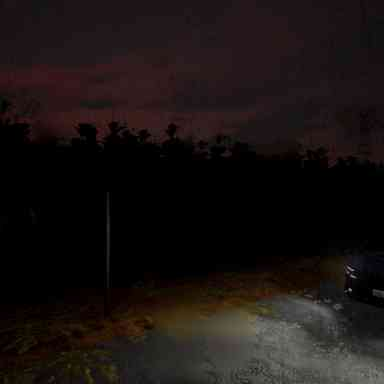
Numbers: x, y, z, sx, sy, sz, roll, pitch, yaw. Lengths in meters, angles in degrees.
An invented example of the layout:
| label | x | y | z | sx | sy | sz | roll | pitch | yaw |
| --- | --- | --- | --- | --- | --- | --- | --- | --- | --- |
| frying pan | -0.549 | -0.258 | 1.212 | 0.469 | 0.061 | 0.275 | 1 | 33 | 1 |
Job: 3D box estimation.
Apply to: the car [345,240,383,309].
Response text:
| label | x | y | z | sx | sy | sz | roll | pitch | yaw |
| --- | --- | --- | --- | --- | --- | --- | --- | --- | --- |
| car | 5.310 | 1.507 | 7.219 | 5.008 | 1.535 | 1.882 | 0 | 0 | -35 |
